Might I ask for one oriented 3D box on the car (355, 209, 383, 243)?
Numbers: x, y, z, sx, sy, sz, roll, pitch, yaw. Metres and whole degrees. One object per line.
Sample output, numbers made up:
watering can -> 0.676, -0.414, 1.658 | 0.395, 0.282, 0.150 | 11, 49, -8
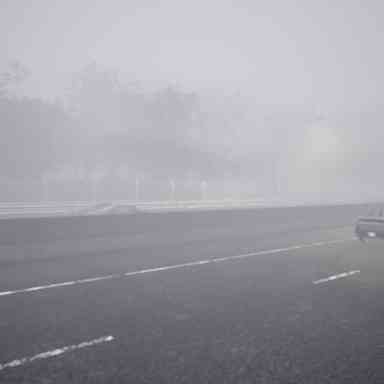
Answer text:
car -> 9.055, 1.451, 14.505 | 4.902, 1.511, 2.128 | 0, 0, -35

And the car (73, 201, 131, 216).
car -> -5.010, 1.502, 21.897 | 4.674, 1.442, 1.812 | 0, 0, -36

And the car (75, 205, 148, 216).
car -> -3.720, 1.580, 18.535 | 4.718, 1.301, 1.895 | 0, 0, -36

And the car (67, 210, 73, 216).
car -> -6.818, 1.481, 24.923 | 4.892, 1.490, 1.837 | 0, 0, -35

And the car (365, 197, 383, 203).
car -> 27.366, 1.449, 49.250 | 4.181, 1.385, 1.994 | 0, 0, -35
